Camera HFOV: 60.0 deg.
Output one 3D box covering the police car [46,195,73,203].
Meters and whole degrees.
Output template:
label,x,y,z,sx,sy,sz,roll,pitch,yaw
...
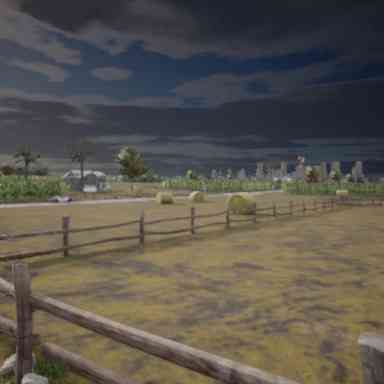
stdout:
label,x,y,z,sx,sy,sz,roll,pitch,yaw
police car,-26.557,1.413,66.600,2.038,1.542,4.974,2,2,36
